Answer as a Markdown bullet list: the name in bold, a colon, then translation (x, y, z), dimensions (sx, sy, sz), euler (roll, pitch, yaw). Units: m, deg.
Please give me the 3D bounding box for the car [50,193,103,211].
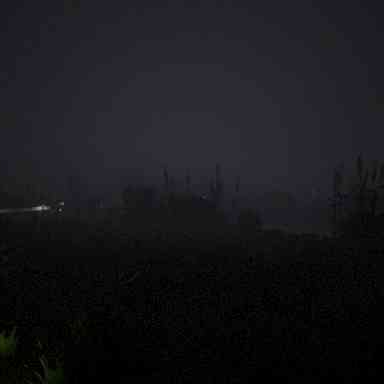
- **car**: translation (-10.527, 0.961, 30.377), dimensions (2.097, 1.767, 4.553), euler (0, 3, 40)
